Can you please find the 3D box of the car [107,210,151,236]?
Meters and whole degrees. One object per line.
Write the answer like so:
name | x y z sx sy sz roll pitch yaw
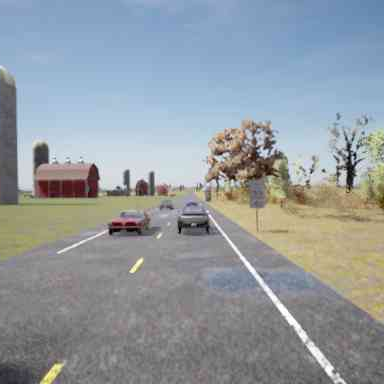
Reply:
car | -3.602 1.744 19.711 1.895 1.301 4.718 -1 0 0

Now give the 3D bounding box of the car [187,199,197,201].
car | 0.009 1.735 48.604 1.812 1.442 4.674 -1 0 0

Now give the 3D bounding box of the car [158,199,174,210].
car | -3.556 1.756 46.515 1.837 1.490 4.892 -1 -1 0

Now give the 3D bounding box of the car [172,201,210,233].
car | 0.097 1.589 20.606 2.128 1.511 4.902 -1 0 0
